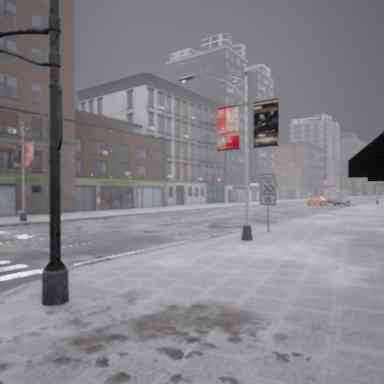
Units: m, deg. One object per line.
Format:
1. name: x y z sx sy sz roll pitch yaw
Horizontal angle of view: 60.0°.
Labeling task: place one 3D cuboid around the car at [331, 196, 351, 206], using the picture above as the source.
1. car: 23.095 1.443 51.215 2.033 1.411 5.357 0 0 34

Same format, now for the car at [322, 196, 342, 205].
1. car: 25.262 1.461 60.020 2.033 1.411 5.357 0 0 37

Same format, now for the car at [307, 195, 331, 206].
1. car: 19.666 1.269 52.002 2.097 1.767 4.553 0 0 35
